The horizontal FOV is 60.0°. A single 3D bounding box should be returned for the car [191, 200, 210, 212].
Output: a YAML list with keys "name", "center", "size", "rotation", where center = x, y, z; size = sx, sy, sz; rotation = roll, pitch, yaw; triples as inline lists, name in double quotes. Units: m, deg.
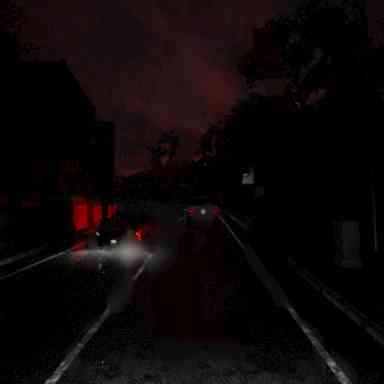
- name: "car"
  center: [1.003, 1.745, 42.626]
  size: [2.033, 1.411, 5.357]
  rotation: [1, 0, -3]

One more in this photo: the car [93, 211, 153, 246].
- name: "car"
  center: [-3.057, 1.615, 15.991]
  size: [2.033, 1.411, 5.357]
  rotation: [0, 0, 2]

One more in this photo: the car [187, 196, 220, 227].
- name: "car"
  center: [0.803, 1.323, 23.911]
  size: [2.150, 2.045, 5.566]
  rotation: [0, 0, 2]
